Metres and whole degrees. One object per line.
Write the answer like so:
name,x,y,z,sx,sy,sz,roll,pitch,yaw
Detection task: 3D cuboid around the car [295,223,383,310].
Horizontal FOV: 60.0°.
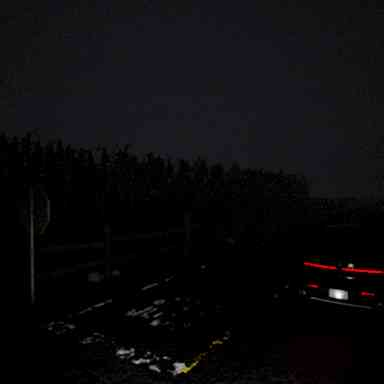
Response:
car,3.816,1.486,7.689,1.837,1.490,4.892,0,0,33
